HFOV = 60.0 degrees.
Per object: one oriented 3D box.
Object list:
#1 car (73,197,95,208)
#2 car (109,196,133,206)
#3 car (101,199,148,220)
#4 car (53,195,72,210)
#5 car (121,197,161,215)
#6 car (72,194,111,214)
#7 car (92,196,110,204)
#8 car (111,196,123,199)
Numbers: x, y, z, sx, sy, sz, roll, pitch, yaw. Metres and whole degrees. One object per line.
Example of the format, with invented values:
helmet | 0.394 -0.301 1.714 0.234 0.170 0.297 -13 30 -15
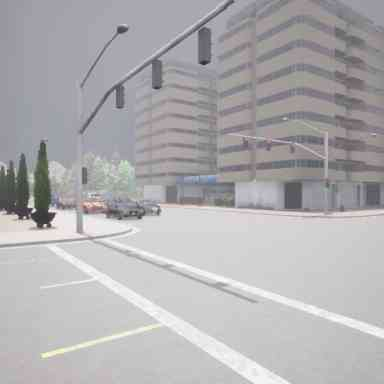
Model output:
car | -15.964 1.505 49.028 1.837 1.490 4.892 0 0 -34
car | -11.954 1.492 55.846 2.128 1.511 4.902 0 0 -35
car | -5.811 1.564 28.252 1.994 1.385 4.181 0 0 -35
car | -16.405 1.526 43.520 1.812 1.442 4.674 0 0 -35
car | -4.834 1.492 32.975 2.128 1.511 4.902 0 0 -35
car | -10.767 1.352 35.386 2.097 1.767 4.553 0 0 -35
car | -17.472 1.505 63.783 1.837 1.490 4.892 0 0 -34
car | -10.078 1.505 40.532 1.837 1.490 4.892 0 0 -35
